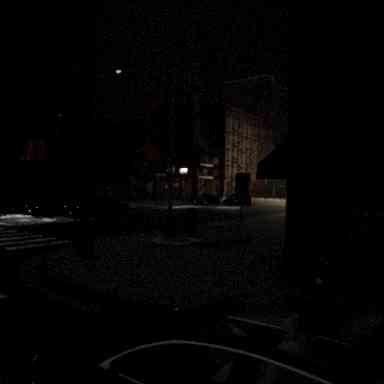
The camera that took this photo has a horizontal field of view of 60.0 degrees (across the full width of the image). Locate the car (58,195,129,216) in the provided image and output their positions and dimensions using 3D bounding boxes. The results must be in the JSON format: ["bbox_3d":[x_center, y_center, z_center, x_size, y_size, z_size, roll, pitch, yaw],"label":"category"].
[{"bbox_3d":[-6.935,1.096,24.279,1.895,1.301,4.718,2,1,36],"label":"car"}]

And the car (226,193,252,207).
[{"bbox_3d":[5.731,0.881,41.945,2.097,1.767,4.553,2,1,36],"label":"car"}]

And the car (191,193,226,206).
[{"bbox_3d":[1.797,0.926,42.047,2.128,1.511,4.902,2,1,36],"label":"car"}]

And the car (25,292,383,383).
[{"bbox_3d":[0.456,1.523,2.524,4.403,1.369,2.008,2,1,36],"label":"car"}]

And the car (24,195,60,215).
[{"bbox_3d":[-9.921,0.951,25.686,2.033,1.411,5.357,2,1,36],"label":"car"}]
